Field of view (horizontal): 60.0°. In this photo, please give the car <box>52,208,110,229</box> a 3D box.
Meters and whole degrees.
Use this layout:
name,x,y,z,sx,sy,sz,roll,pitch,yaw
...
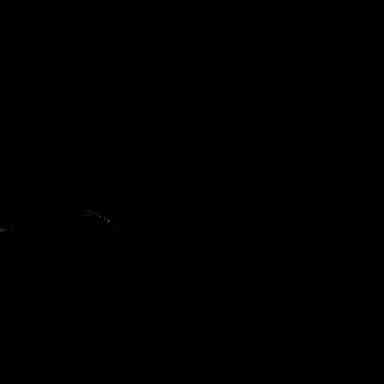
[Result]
name,x,y,z,sx,sy,sz,roll,pitch,yaw
car,-8.357,1.902,24.282,4.674,1.442,1.812,-1,-1,4
